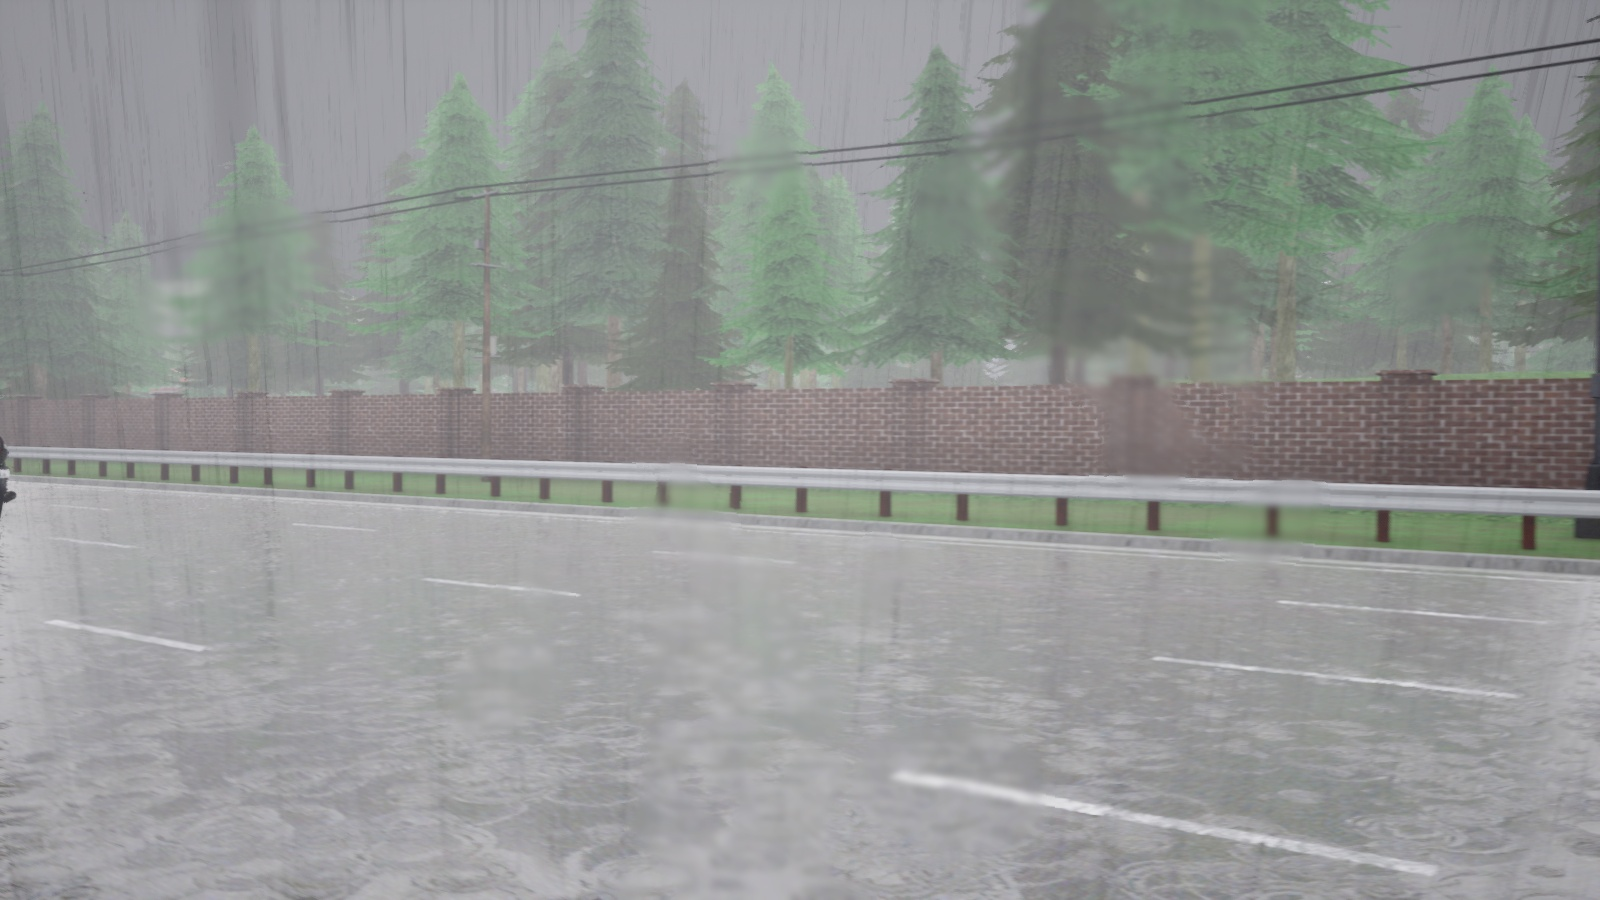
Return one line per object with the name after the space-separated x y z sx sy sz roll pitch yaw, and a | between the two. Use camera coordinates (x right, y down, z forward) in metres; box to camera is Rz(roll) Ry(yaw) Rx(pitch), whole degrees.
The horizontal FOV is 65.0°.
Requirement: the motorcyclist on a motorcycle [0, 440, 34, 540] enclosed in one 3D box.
-12.966 0.611 20.008 0.866 1.530 2.191 -2 1 -43 | motorcyclist on a motorcycle
